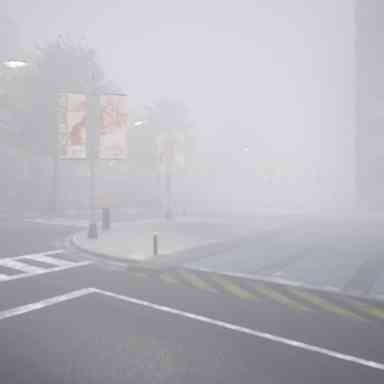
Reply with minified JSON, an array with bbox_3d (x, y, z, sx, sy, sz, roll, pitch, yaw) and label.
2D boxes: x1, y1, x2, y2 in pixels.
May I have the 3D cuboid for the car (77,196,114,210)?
[{"bbox_3d":[-11.797,1.302,40.868,2.097,1.767,4.553,0,0,35],"label":"car"}]

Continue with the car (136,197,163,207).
[{"bbox_3d":[-6.118,1.476,48.872,1.812,1.442,4.674,0,0,35],"label":"car"}]
